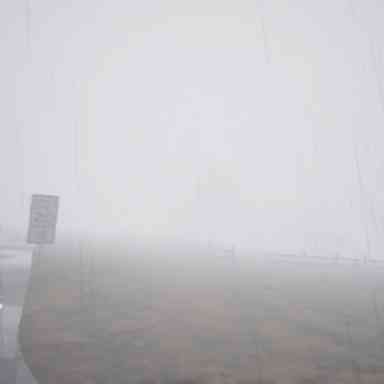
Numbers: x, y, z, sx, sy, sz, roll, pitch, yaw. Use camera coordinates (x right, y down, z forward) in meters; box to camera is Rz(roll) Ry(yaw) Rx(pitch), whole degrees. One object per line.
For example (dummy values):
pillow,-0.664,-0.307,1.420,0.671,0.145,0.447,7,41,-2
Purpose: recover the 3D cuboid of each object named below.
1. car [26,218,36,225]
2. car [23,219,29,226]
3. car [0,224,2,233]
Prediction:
car,-40.014,7.348,82.475,1.994,1.385,4.181,7,-6,-24
car,-33.179,6.239,67.484,1.837,1.490,4.892,7,-6,-24
car,-22.403,3.907,37.111,2.033,1.411,5.357,6,-6,-23
